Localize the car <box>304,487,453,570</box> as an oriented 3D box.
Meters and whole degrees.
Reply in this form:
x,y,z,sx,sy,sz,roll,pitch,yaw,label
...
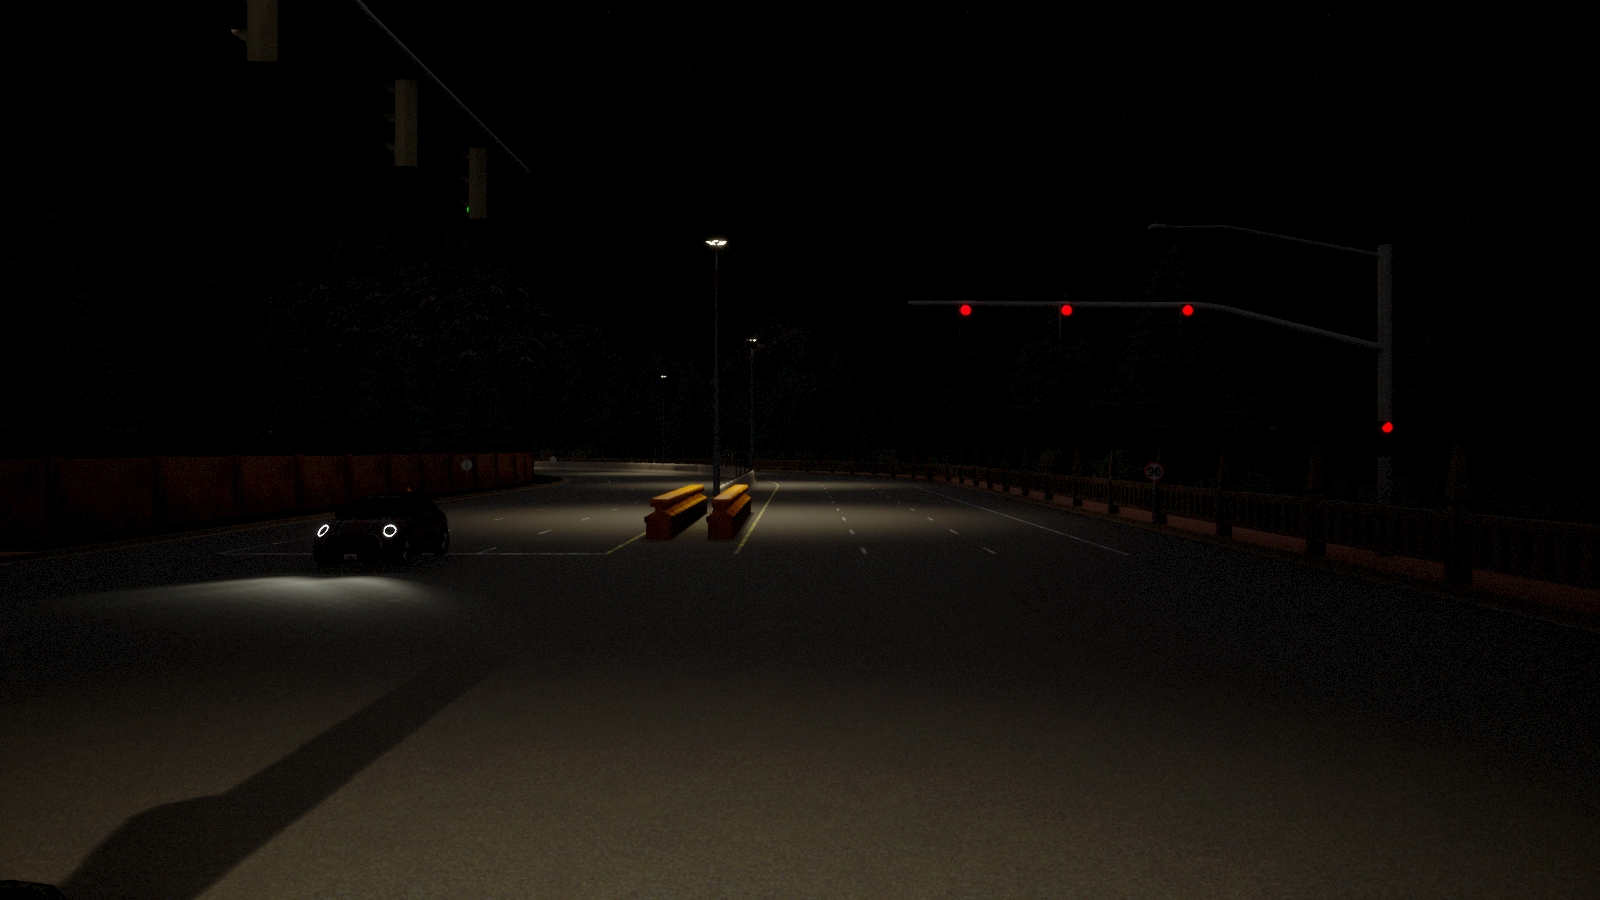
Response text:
x,y,z,sx,sy,sz,roll,pitch,yaw,label
-10.504,1.906,28.861,2.097,1.767,4.553,0,0,0,car
